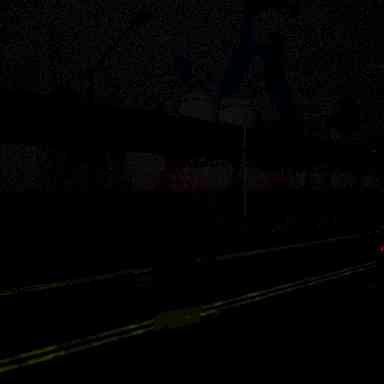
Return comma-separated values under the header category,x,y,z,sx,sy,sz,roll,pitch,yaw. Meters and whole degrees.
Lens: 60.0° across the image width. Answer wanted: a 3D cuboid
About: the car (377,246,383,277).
category,x,y,z,sx,sy,sz,roll,pitch,yaw
car,6.570,1.473,8.470,4.181,1.385,1.994,-1,0,-35
